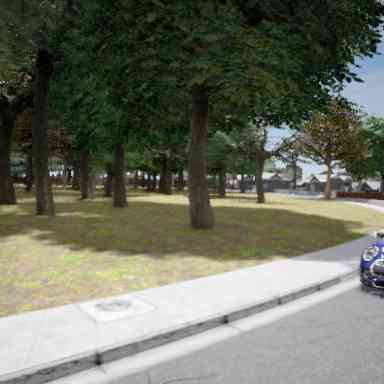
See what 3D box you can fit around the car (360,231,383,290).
[{"bbox_3d":[6.091,1.457,8.563,4.553,1.767,2.097,1,0,-44],"label":"car"}]
